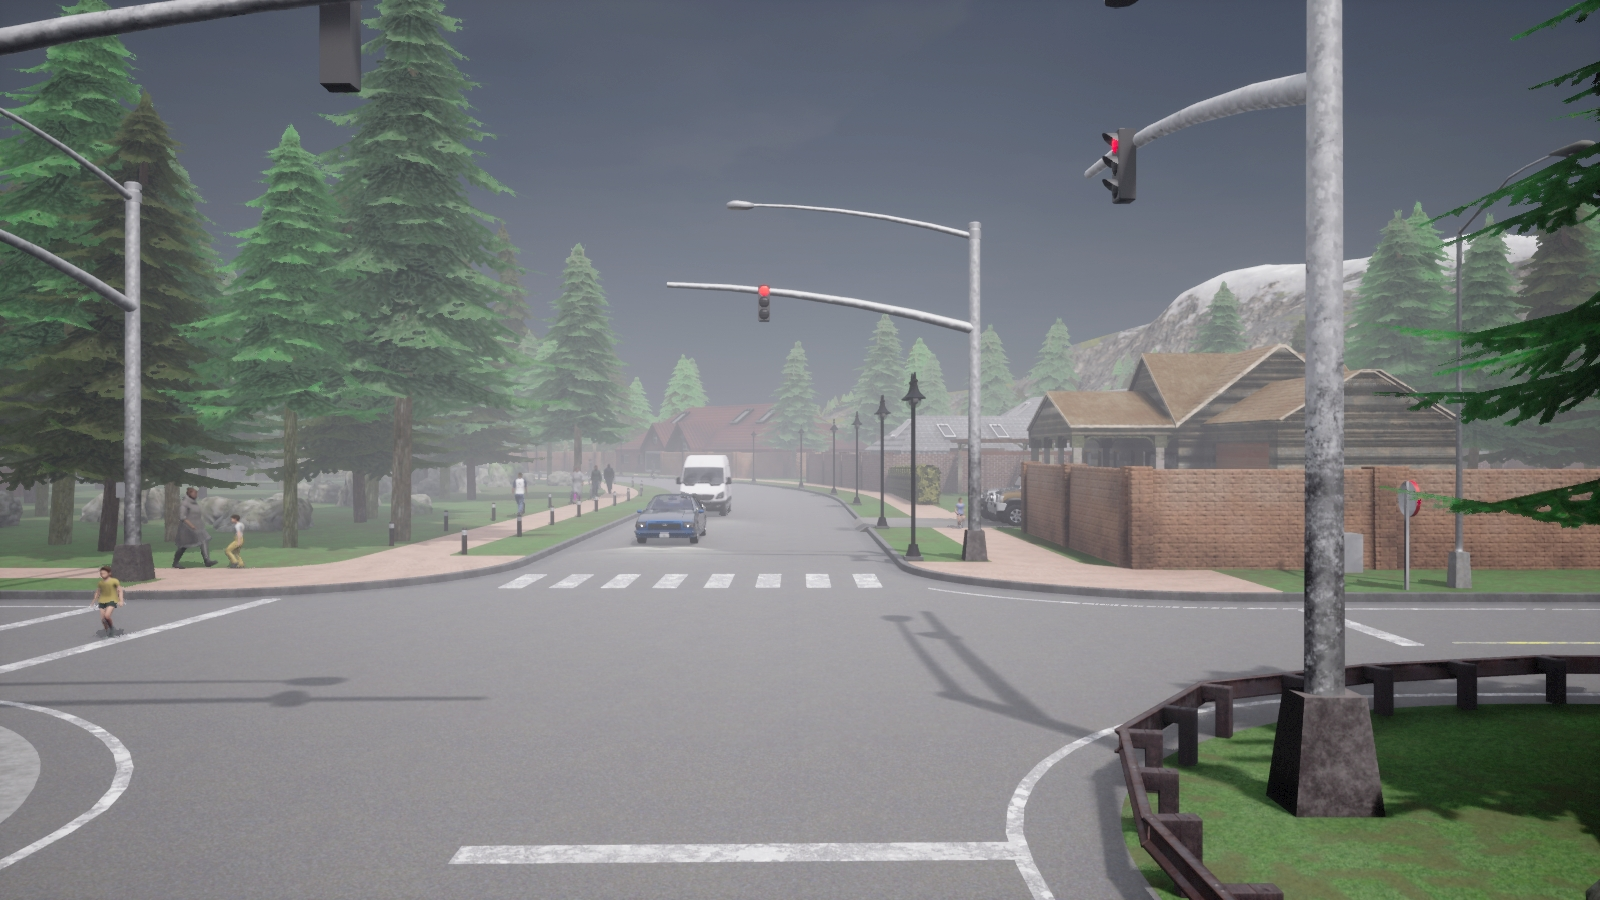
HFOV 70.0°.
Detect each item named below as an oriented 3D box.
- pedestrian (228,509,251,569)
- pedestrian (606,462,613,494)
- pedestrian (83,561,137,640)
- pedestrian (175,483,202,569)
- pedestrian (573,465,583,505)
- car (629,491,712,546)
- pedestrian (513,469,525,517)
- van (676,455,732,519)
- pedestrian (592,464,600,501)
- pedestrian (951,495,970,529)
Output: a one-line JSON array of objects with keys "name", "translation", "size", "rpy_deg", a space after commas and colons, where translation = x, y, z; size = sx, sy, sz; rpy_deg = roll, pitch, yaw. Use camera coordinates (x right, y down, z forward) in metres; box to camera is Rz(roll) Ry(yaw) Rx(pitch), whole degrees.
[{"name": "pedestrian", "translation": [-12.384, 1.956, 25.241], "size": [0.375, 1.300, 0.375], "rpy_deg": [0, 0, -13]}, {"name": "pedestrian", "translation": [-11.166, 1.662, 66.952], "size": [0.375, 1.860, 0.375], "rpy_deg": [0, 0, -9]}, {"name": "pedestrian", "translation": [-10.177, 2.209, 16.860], "size": [0.500, 1.100, 0.500], "rpy_deg": [0, 0, -1]}, {"name": "pedestrian", "translation": [-13.519, 1.676, 25.254], "size": [0.375, 1.860, 0.375], "rpy_deg": [0, 0, 10]}, {"name": "pedestrian", "translation": [-10.563, 1.664, 54.290], "size": [0.375, 1.860, 0.375], "rpy_deg": [0, 0, 6]}, {"name": "car", "translation": [-3.930, 2.072, 35.589], "size": [2.033, 1.411, 5.357], "rpy_deg": [0, 0, 0]}, {"name": "pedestrian", "translation": [-10.882, 1.664, 44.221], "size": [0.375, 1.860, 0.375], "rpy_deg": [0, 0, -4]}, {"name": "van", "translation": [-4.052, 1.501, 49.294], "size": [1.988, 2.561, 5.915], "rpy_deg": [0, 0, -1]}, {"name": "pedestrian", "translation": [-10.476, 1.661, 58.694], "size": [0.375, 1.860, 0.375], "rpy_deg": [0, 0, -2]}, {"name": "pedestrian", "translation": [5.280, 2.046, 37.644], "size": [0.500, 1.100, 0.500], "rpy_deg": [0, 0, -10]}]
